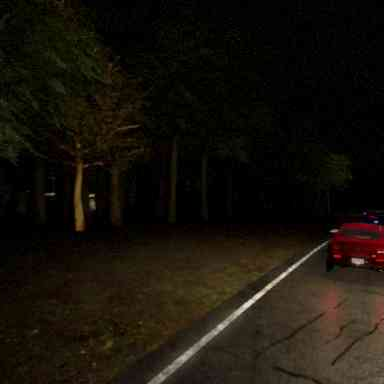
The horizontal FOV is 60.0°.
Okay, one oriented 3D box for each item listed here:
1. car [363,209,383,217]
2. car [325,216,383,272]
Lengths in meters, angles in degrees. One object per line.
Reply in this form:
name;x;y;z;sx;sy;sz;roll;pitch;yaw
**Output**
car;14.791;2.125;26.511;1.882;1.535;5.008;1;-1;32
car;5.567;1.724;10.891;1.812;1.442;4.674;1;-1;29
